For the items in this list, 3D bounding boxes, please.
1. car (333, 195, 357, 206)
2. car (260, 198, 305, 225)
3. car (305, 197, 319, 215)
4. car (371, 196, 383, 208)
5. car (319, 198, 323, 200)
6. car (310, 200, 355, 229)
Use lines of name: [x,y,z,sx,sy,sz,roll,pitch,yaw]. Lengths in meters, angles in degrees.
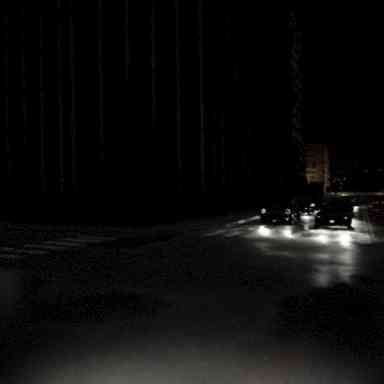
car: [12.926,1.274,28.791,2.128,1.511,4.902,-1,0,27]
car: [6.296,1.252,23.403,2.097,1.767,4.553,-1,0,27]
car: [10.586,1.364,31.909,2.033,1.411,5.357,-1,0,26]
car: [22.166,1.161,38.917,2.033,1.411,5.357,-1,0,27]
car: [15.245,1.327,41.052,1.895,1.301,4.718,-1,0,27]
car: [8.636,1.429,20.266,1.994,1.385,4.181,-1,0,26]
